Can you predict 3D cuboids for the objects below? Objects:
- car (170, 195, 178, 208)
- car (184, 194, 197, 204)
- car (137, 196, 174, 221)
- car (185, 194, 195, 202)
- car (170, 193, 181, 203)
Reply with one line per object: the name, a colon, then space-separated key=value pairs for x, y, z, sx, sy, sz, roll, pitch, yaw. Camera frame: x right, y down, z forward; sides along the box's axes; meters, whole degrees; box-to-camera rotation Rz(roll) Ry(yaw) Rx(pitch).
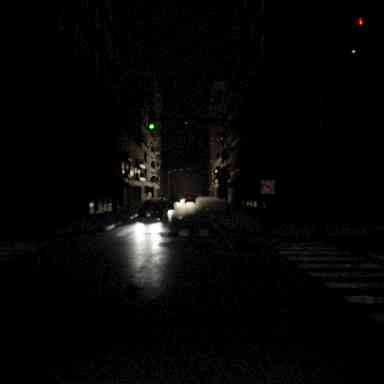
car: x=-3.037 y=1.333 z=38.752 sx=1.994 sy=1.385 sz=4.181 roll=0 pitch=0 yaw=0
car: x=-0.285 y=1.180 z=54.419 sx=1.837 sy=1.490 sz=4.892 roll=0 pitch=0 yaw=0
car: x=-2.924 y=1.338 z=25.762 sx=2.128 sy=1.511 sz=4.902 roll=0 pitch=0 yaw=3
car: x=-0.339 y=1.120 z=64.837 sx=1.837 sy=1.490 sz=4.892 roll=0 pitch=0 yaw=0
car: x=-3.073 y=1.005 z=58.136 sx=2.097 sy=1.767 sz=4.553 roll=0 pitch=0 yaw=0
